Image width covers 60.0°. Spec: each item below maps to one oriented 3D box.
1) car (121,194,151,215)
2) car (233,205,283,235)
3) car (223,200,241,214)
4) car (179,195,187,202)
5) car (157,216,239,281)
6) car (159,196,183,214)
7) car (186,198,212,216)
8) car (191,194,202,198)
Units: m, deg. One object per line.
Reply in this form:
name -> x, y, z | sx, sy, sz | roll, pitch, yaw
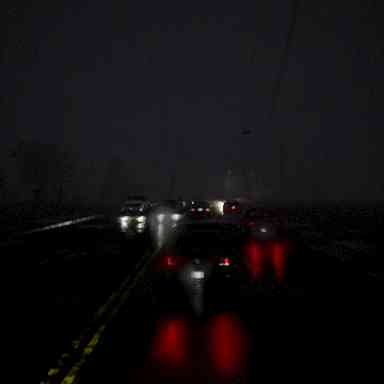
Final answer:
car -> -5.680, 1.237, 34.527 | 2.150, 2.045, 5.566 | 0, 0, 3
car -> 3.651, 1.613, 18.786 | 1.895, 1.301, 4.718 | 0, 0, 2
car -> 4.371, 1.582, 36.172 | 1.994, 1.385, 4.181 | 0, 0, 3
car -> -2.319, 1.489, 75.793 | 1.837, 1.490, 4.892 | 0, 0, 6
car -> 0.179, 1.608, 9.817 | 1.895, 1.301, 4.718 | 0, 0, 1
car -> -2.367, 1.523, 35.569 | 1.837, 1.490, 4.892 | 0, 0, 3
car -> 0.835, 1.564, 30.680 | 2.033, 1.411, 5.357 | 0, 0, 3
car -> 1.050, 1.232, 76.696 | 2.097, 1.767, 4.553 | 0, 0, 6
